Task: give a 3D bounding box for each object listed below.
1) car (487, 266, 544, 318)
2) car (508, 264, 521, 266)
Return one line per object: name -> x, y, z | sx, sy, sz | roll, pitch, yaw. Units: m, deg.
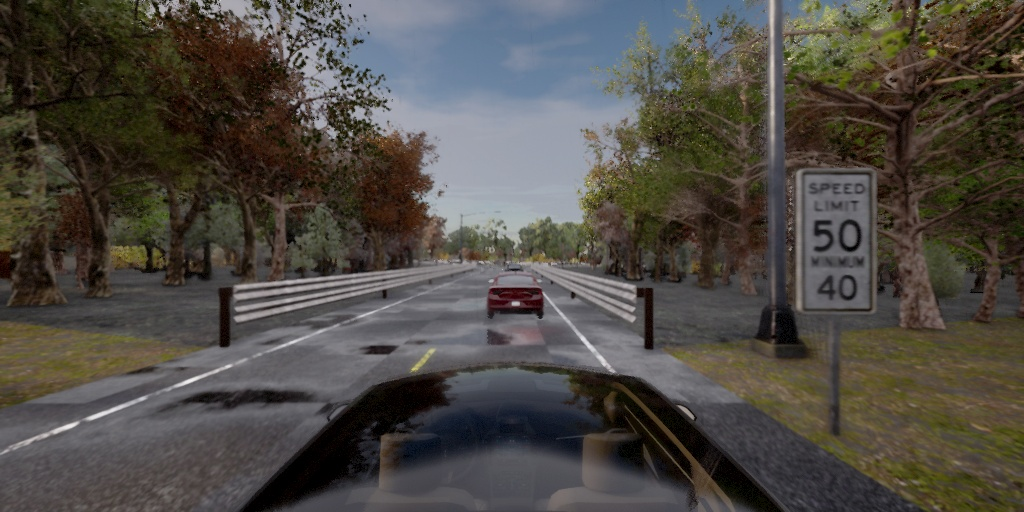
car -> 0.130, 1.334, 13.600 | 1.882, 1.535, 5.008 | 0, 0, 0
car -> 0.221, 1.554, 35.288 | 1.837, 1.490, 4.892 | 0, 0, 0
